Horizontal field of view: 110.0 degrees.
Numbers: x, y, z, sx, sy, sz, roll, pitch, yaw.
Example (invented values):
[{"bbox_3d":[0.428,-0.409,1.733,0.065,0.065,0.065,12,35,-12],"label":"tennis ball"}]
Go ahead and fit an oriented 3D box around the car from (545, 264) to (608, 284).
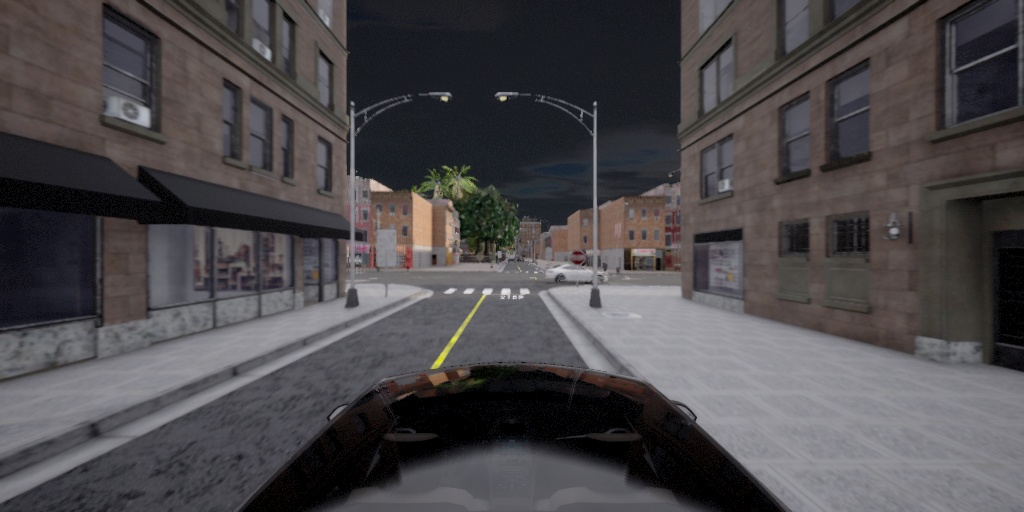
[{"bbox_3d":[4.829,1.310,26.967,4.674,1.442,1.812,1,0,0],"label":"car"}]
